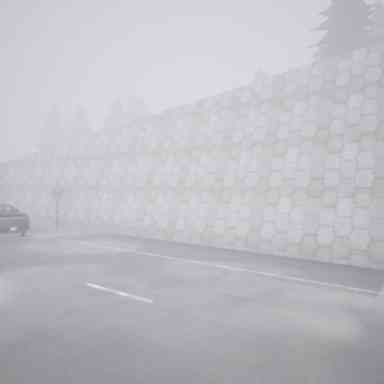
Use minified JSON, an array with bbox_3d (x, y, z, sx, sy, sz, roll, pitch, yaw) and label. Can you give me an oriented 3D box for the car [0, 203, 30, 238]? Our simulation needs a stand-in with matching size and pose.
[{"bbox_3d":[-9.189,1.239,14.847,4.902,1.511,2.128,1,1,36],"label":"car"}]
